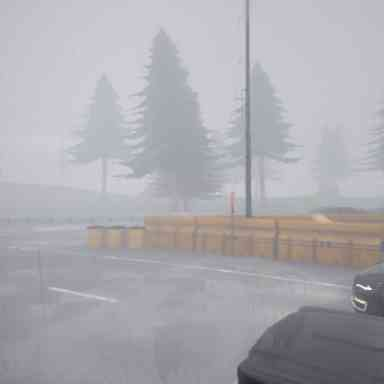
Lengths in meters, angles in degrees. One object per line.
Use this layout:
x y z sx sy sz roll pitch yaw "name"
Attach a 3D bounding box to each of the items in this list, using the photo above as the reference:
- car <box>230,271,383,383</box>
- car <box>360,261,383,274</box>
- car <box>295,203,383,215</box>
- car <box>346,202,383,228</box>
2.624 1.584 2.158 4.718 1.301 1.895 0 0 35 "car"
4.968 1.476 4.697 4.892 1.490 1.837 0 -1 35 "car"
7.172 1.456 17.549 4.892 1.490 1.837 0 0 -5 "car"
12.878 1.410 21.509 4.902 1.511 2.128 0 0 -4 "car"
